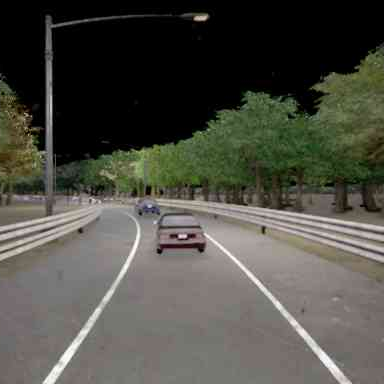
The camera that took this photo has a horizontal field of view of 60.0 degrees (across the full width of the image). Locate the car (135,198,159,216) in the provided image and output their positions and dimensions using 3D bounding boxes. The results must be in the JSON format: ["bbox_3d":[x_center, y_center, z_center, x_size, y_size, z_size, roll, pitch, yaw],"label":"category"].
[{"bbox_3d":[-4.668,1.438,34.190,2.097,1.767,4.553,0,0,-16],"label":"car"}]

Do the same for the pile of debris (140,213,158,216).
[{"bbox_3d":[-4.289,2.257,33.072,1.500,0.140,1.860,0,0,-16],"label":"pile of debris"}]

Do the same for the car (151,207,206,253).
[{"bbox_3d":[-0.593,1.570,13.907,2.033,1.411,5.357,0,0,-6],"label":"car"}]
